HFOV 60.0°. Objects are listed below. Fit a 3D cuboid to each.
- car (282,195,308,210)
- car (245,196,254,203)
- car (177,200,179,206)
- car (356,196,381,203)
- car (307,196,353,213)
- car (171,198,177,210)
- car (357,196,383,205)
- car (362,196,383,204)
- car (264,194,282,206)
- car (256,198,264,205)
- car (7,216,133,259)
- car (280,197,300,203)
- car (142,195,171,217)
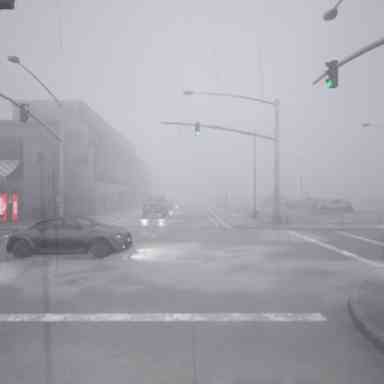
[{"bbox_3d":[14.162,1.357,41.005,5.027,1.636,2.152,0,0,0],"label":"car"},{"bbox_3d":[13.880,1.734,75.287,3.633,1.501,1.845,0,0,0],"label":"car"},{"bbox_3d":[-3.511,1.815,62.934,1.812,1.442,4.674,0,0,0],"label":"car"},{"bbox_3d":[39.914,1.701,75.302,4.514,1.523,2.007,0,0,0],"label":"car"},{"bbox_3d":[14.487,1.407,34.587,3.806,1.475,1.970,0,0,0],"label":"car"},{"bbox_3d":[-3.598,1.691,46.627,1.882,1.535,5.008,0,0,0],"label":"car"},{"bbox_3d":[32.295,1.612,60.318,3.633,1.501,1.845,0,0,0],"label":"car"},{"bbox_3d":[39.967,1.677,72.165,5.027,1.636,2.152,0,0,0],"label":"car"},{"bbox_3d":[14.159,1.339,53.799,3.866,1.878,1.905,0,0,0],"label":"car"},{"bbox_3d":[13.746,1.373,56.705,4.605,1.855,1.932,0,0,0],"label":"car"},{"bbox_3d":[-4.305,1.573,12.065,4.181,1.385,1.994,-1,0,0],"label":"car"},{"bbox_3d":[21.301,1.731,72.308,3.806,1.475,1.970,0,0,0],"label":"car"},{"bbox_3d":[-3.601,1.374,33.261,2.150,2.045,5.566,0,0,0],"label":"car"}]
